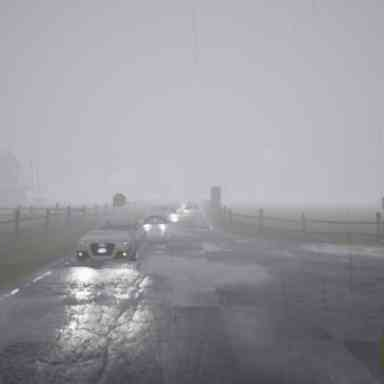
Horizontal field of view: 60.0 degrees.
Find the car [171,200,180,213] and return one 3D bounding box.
[{"bbox_3d":[-2.911,2.023,43.403,1.895,1.301,4.718,0,-1,0],"label":"car"}]

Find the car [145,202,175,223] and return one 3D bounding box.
[{"bbox_3d":[-2.894,1.833,28.748,2.033,1.411,5.357,0,-1,0],"label":"car"}]

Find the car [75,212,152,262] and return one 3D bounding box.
[{"bbox_3d":[-2.865,1.695,12.624,1.994,1.385,4.181,0,0,0],"label":"car"}]

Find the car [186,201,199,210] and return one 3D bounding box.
[{"bbox_3d":[0.015,2.068,52.523,1.994,1.385,4.181,0,-1,0],"label":"car"}]
